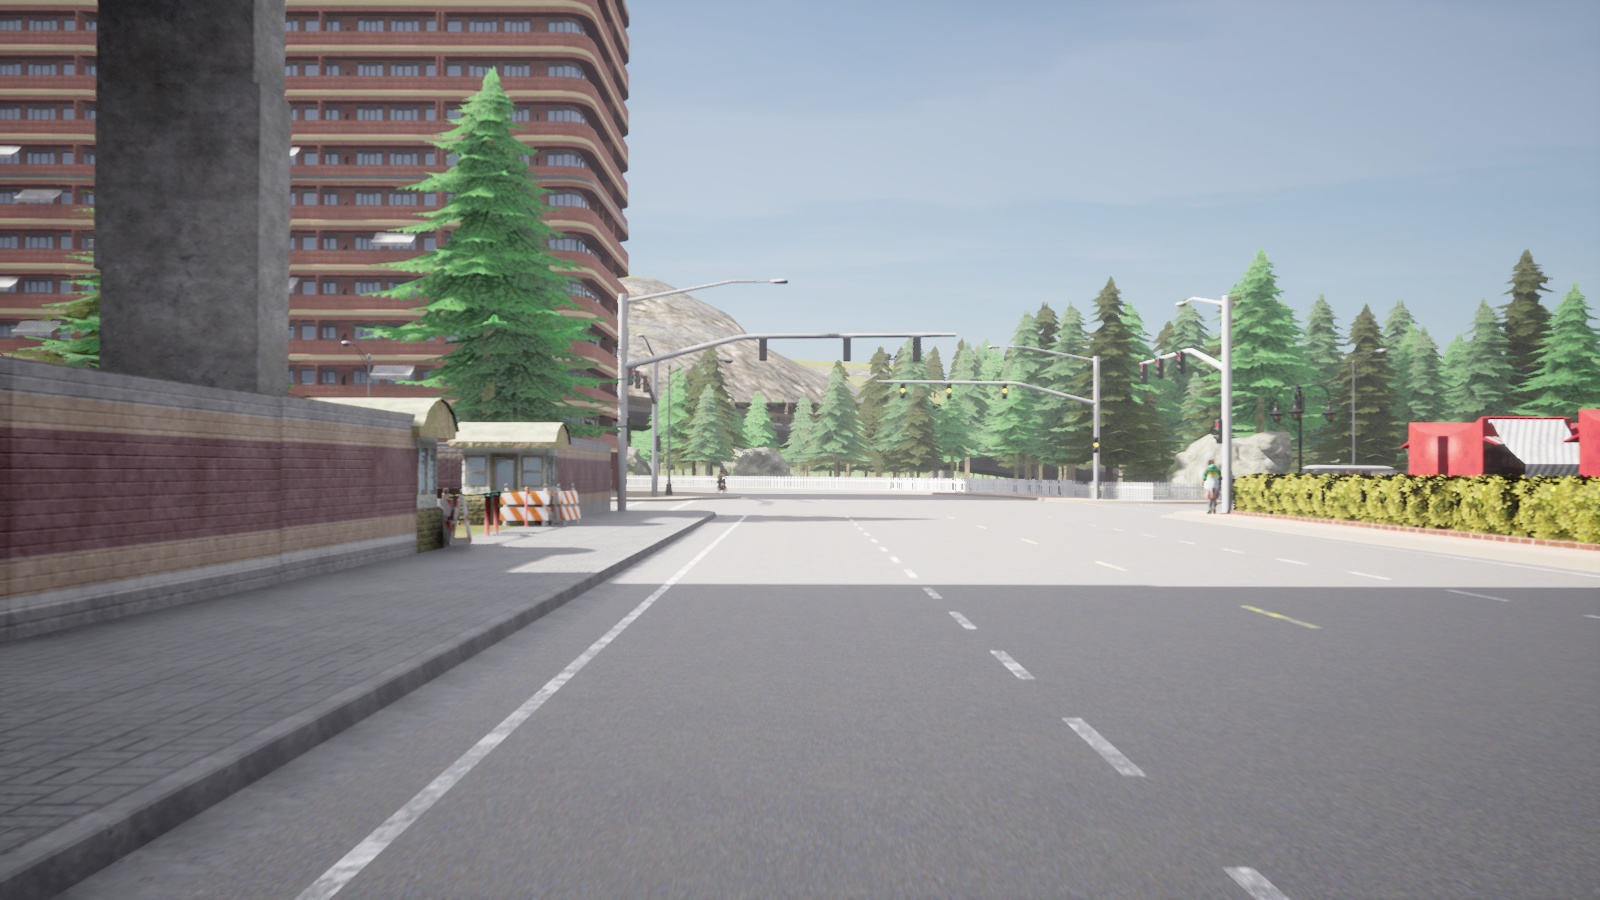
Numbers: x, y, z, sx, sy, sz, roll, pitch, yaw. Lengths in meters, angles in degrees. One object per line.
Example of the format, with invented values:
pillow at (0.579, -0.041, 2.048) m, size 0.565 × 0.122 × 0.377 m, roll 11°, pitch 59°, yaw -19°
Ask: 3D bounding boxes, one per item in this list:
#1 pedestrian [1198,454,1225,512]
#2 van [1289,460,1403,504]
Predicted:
pedestrian at (14.100, 1.132, 43.013) m, size 0.659 × 1.952 × 0.873 m, roll 0°, pitch -1°, yaw 2°
van at (25.213, 1.494, 58.090) m, size 4.442 × 1.987 × 1.775 m, roll 0°, pitch -1°, yaw 0°
